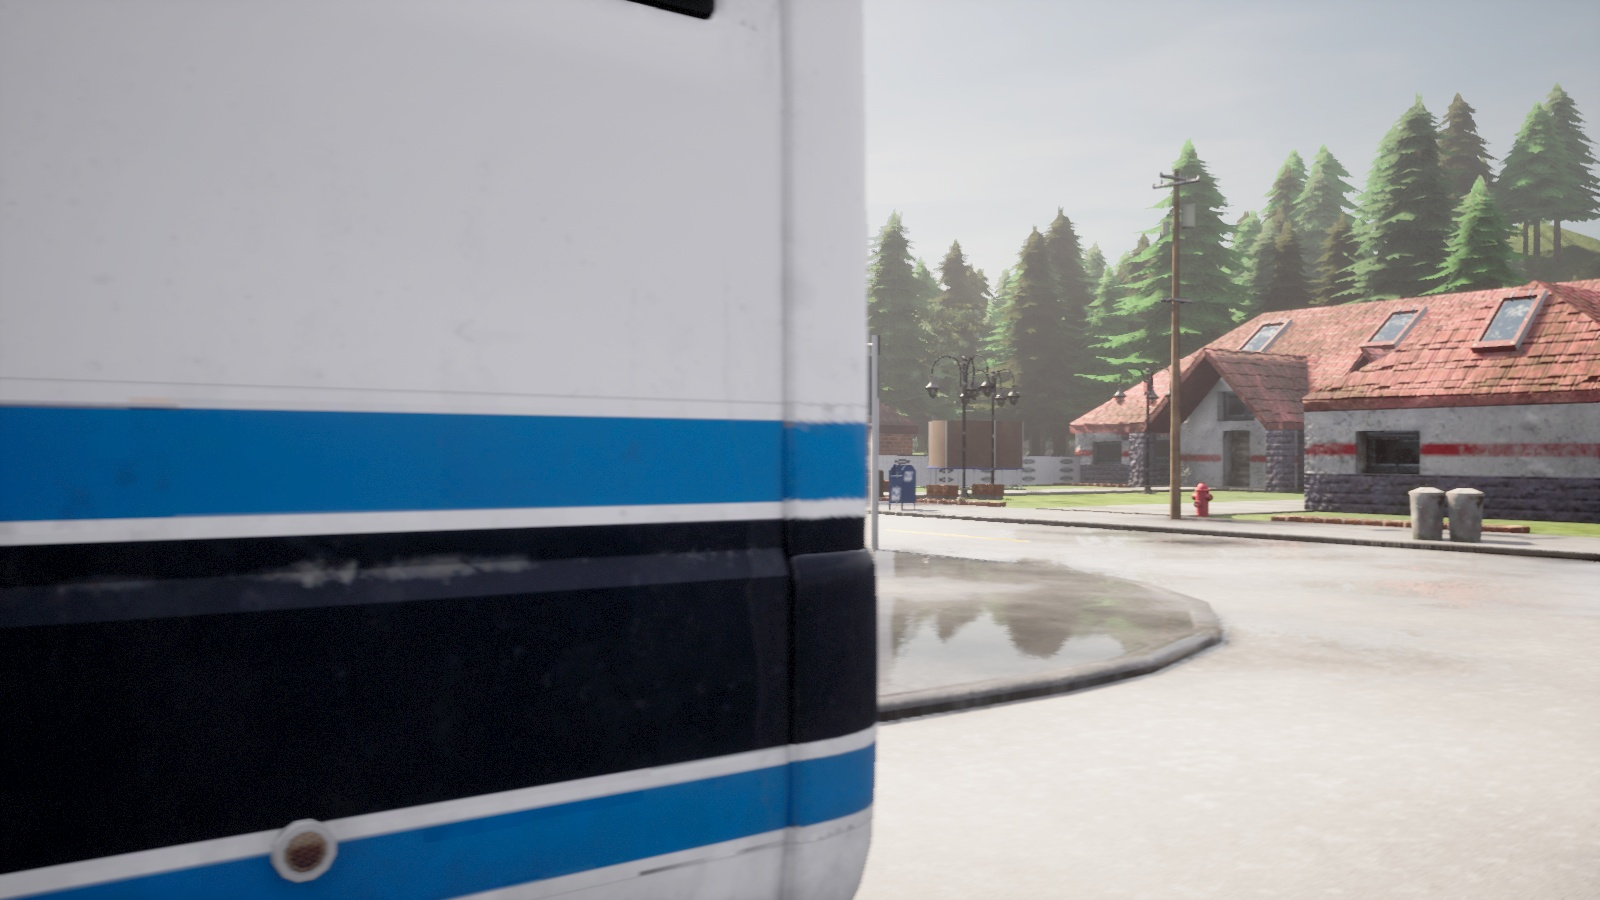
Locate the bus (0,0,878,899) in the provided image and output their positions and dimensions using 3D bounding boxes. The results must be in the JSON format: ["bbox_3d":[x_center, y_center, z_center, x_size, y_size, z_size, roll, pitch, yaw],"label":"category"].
[{"bbox_3d":[-5.198,-0.626,0.622,10.273,4.253,3.944,0,0,-36],"label":"bus"}]
